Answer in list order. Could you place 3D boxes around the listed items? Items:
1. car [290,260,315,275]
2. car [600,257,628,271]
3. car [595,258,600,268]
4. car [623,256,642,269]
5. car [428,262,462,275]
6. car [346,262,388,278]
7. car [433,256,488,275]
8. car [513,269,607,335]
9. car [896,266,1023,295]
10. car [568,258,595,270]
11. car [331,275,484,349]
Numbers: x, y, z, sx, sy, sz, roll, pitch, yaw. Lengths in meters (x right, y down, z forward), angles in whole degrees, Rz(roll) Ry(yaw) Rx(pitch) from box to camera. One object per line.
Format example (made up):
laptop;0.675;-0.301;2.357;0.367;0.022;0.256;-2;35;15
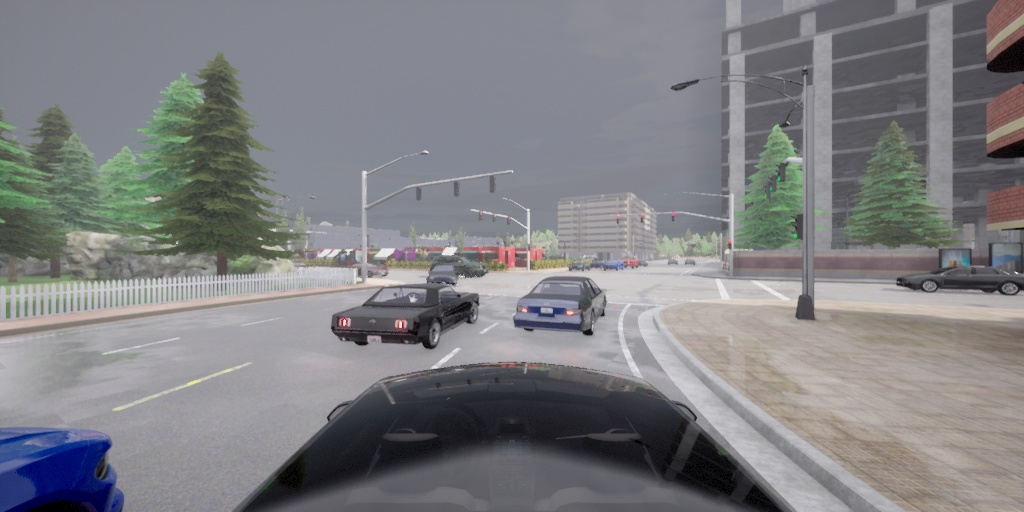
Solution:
car;-24.216;1.340;40.124;5.357;1.411;2.033;0;0;30
car;13.943;1.211;48.927;1.882;1.535;5.008;0;0;30
car;13.270;1.332;54.817;1.895;1.301;4.718;0;0;30
car;18.721;0.952;57.301;2.150;2.045;5.566;0;0;30
car;-4.709;1.322;24.982;2.033;1.411;5.357;1;-1;-9
car;-13.903;1.321;34.167;4.674;1.442;1.812;0;0;30
car;-4.973;1.013;33.402;5.566;2.045;2.150;0;0;24
car;1.655;1.294;10.576;2.033;1.411;5.357;0;0;20
car;24.995;1.303;20.017;4.892;1.490;1.837;0;0;30
car;8.939;1.298;47.202;1.994;1.385;4.181;0;0;30
car;-2.278;1.348;9.211;1.895;1.301;4.718;0;0;11
